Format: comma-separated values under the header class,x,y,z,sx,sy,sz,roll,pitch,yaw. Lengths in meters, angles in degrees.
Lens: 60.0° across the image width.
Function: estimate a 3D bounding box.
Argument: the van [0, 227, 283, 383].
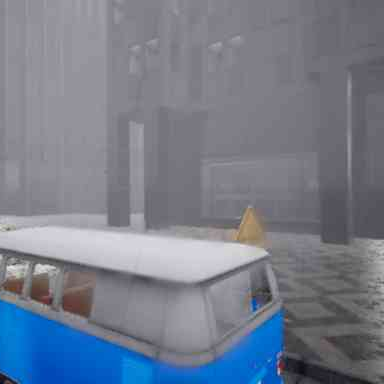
class,x,y,z,sx,sy,sz,roll,pitch,yaw
van,-1.028,1.356,3.695,3.998,1.788,1.690,0,0,35
